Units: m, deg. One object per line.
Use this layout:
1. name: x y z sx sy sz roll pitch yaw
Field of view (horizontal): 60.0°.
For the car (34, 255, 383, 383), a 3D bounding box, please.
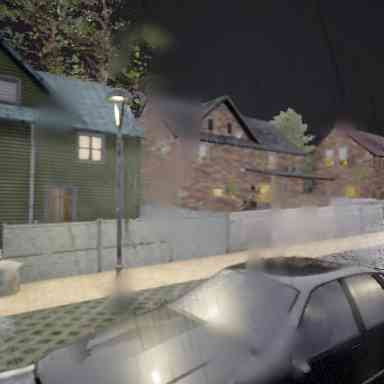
1. car: 1.102 1.545 3.856 5.357 1.411 2.033 0 0 -35
